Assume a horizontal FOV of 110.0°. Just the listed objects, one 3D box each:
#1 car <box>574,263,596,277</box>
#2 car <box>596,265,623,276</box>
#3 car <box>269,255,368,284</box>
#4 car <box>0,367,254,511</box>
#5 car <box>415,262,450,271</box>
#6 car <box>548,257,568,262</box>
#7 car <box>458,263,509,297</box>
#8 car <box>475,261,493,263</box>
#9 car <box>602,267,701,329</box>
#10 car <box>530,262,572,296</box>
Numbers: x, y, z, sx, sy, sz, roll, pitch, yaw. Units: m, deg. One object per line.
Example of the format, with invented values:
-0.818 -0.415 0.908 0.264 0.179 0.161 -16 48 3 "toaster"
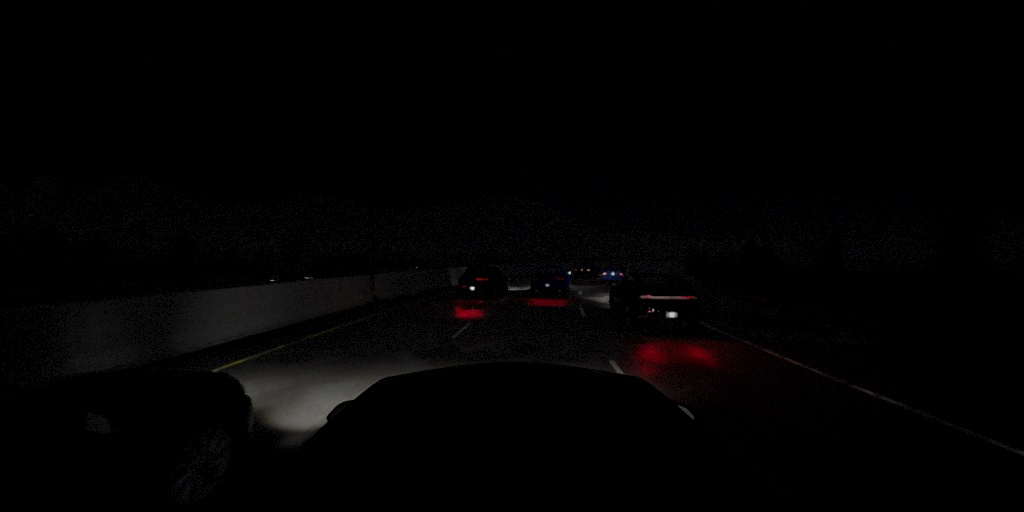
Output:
7.858 1.429 37.415 2.033 1.411 5.357 0 0 24 "car"
8.428 1.413 29.349 2.033 1.411 5.357 0 0 19 "car"
-9.077 0.961 17.750 2.150 2.045 5.566 0 0 10 "car"
-3.293 1.235 1.325 1.837 1.490 4.892 0 0 0 "car"
-9.277 1.400 42.130 1.895 1.301 4.718 0 0 23 "car"
7.285 1.241 58.155 2.150 2.045 5.566 0 0 35 "car"
-1.438 1.291 19.407 1.837 1.490 4.892 0 0 11 "car"
-3.808 1.330 45.870 2.128 1.511 4.902 0 0 26 "car"
4.351 1.290 11.517 2.128 1.511 4.902 0 0 7 "car"
2.225 1.285 19.917 1.882 1.535 5.008 0 0 12 "car"
